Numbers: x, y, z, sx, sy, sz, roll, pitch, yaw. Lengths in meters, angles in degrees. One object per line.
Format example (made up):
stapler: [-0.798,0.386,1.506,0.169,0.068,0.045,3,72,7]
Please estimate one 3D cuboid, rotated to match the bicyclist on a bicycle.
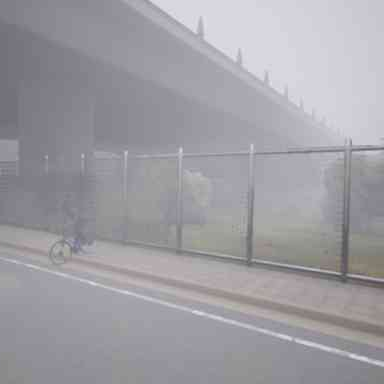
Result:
bicyclist on a bicycle: [-3.281,1.103,9.255,0.582,1.620,1.656,2,11,34]
